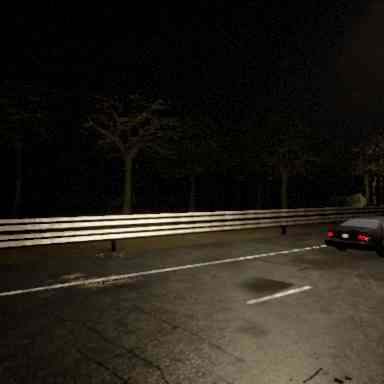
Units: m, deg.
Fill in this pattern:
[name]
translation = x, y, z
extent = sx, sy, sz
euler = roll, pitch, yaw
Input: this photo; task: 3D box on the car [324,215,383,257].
[car]
translation = 7.564, 1.649, 13.439
extent = 5.357, 1.411, 2.033
euler = 0, 0, -35
